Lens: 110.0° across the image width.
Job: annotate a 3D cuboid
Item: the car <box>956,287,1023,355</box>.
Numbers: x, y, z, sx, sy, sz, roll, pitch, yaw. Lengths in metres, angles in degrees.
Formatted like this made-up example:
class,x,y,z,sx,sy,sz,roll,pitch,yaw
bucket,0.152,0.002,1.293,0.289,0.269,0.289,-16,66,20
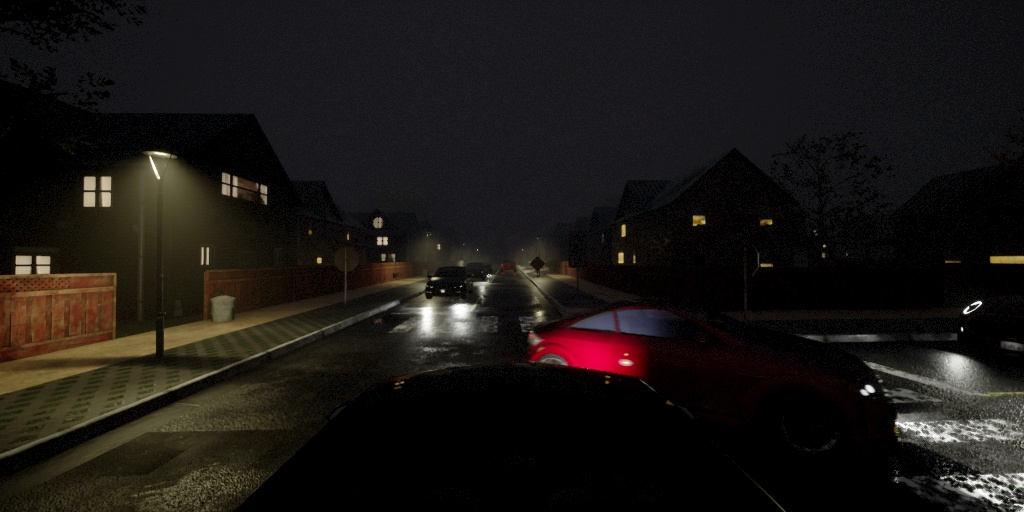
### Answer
class,x,y,z,sx,sy,sz,roll,pitch,yaw
car,11.293,1.027,6.598,4.553,1.767,2.097,0,-1,-2

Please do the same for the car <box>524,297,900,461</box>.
class,x,y,z,sx,sy,sz,roll,pitch,yaw
car,2.250,1.307,4.962,4.181,1.385,1.994,-1,0,32

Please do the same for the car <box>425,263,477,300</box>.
class,x,y,z,sx,sy,sz,roll,pitch,yaw
car,-3.045,1.284,18.079,1.837,1.490,4.892,0,0,-1

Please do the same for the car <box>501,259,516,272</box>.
class,x,y,z,sx,sy,sz,roll,pitch,yaw
car,-0.518,1.316,50.755,2.097,1.767,4.553,0,-1,-1

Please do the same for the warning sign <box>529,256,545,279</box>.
class,x,y,z,sx,sy,sz,roll,pitch,yaw
warning sign,2.166,0.947,30.296,1.300,1.860,1.060,0,0,-1

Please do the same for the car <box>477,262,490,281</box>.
class,x,y,z,sx,sy,sz,roll,pitch,yaw
car,-3.217,1.316,31.416,1.882,1.535,5.008,0,-1,-1

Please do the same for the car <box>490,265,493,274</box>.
class,x,y,z,sx,sy,sz,roll,pitch,yaw
car,-3.347,1.476,43.444,1.994,1.385,4.181,0,0,0
